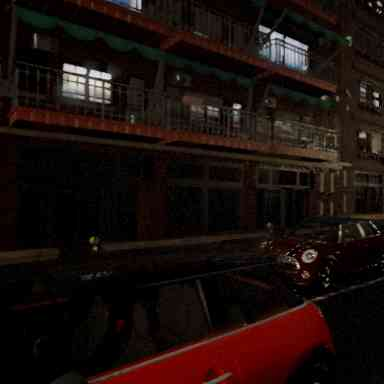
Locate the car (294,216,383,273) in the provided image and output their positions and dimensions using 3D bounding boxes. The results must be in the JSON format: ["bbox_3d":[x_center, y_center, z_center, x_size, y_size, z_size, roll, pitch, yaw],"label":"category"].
[{"bbox_3d":[3.591,1.439,9.060,4.097,1.590,1.967,0,1,-35],"label":"car"}]

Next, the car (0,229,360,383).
[{"bbox_3d":[-0.846,1.352,2.774,4.553,1.767,2.097,0,0,-35],"label":"car"}]
